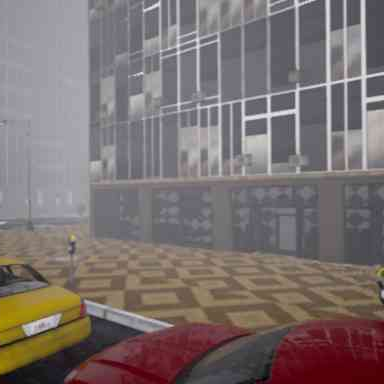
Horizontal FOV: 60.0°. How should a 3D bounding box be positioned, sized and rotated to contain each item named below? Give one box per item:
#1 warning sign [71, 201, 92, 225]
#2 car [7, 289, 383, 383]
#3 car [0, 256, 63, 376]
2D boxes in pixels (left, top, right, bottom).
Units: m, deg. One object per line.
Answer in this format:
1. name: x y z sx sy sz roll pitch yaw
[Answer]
1. warning sign: -9.084 1.694 27.255 1.300 1.860 1.060 1 0 33
2. car: 0.984 1.548 2.018 4.507 1.381 1.887 -1 0 36
3. car: -3.674 1.588 5.341 4.829 1.417 1.752 -1 0 36
